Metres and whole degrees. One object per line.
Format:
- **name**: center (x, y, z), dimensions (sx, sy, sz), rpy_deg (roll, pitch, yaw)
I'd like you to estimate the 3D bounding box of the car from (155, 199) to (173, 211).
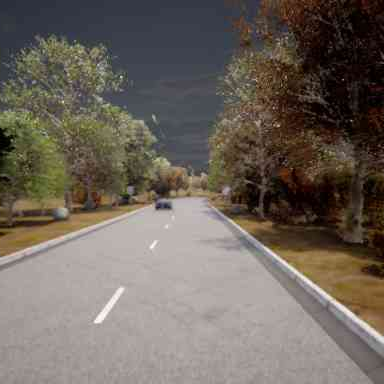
- **car**: center (-3.276, 1.476, 39.404), dimensions (1.895, 1.301, 4.718), rpy_deg (0, 0, 0)
